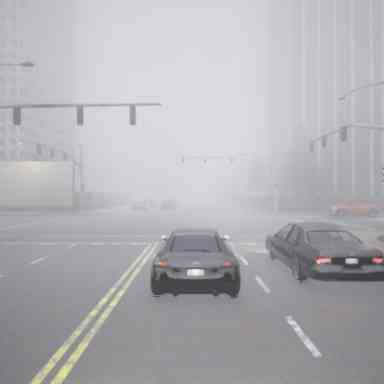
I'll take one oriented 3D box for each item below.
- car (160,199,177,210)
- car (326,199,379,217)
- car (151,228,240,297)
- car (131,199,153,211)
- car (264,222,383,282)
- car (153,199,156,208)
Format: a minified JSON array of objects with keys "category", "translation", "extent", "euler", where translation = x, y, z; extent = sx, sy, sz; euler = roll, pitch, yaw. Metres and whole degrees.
[{"category":"car","translation":[-3.536,1.865,48.157],"extent":[1.837,1.490,4.892],"euler":[0,0,0]},{"category":"car","translation":[15.537,1.539,32.480],"extent":[4.553,1.767,2.097],"euler":[0,0,0]},{"category":"car","translation":[0.082,1.631,8.809],"extent":[1.994,1.385,4.181],"euler":[0,0,0]},{"category":"car","translation":[-7.041,1.890,45.807],"extent":[2.033,1.411,5.357],"euler":[0,0,0]},{"category":"car","translation":[3.603,1.623,10.001],"extent":[2.033,1.411,5.357],"euler":[0,0,0]},{"category":"car","translation":[-7.015,1.917,55.249],"extent":[1.837,1.490,4.892],"euler":[0,0,0]}]
